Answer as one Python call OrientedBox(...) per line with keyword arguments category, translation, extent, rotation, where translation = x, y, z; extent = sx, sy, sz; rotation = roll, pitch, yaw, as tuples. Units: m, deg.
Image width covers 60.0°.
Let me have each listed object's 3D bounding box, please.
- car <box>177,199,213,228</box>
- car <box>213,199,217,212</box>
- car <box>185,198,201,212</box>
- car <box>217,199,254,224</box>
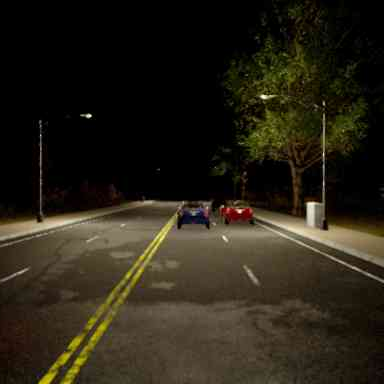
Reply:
OrientedBox(category="car", translation=(0.106, 1.433, 22.948), extent=(2.097, 1.767, 4.553), rotation=(0, 0, 0))
OrientedBox(category="car", translation=(3.335, 1.642, 41.385), extent=(1.837, 1.490, 4.892), rotation=(0, 0, 0))
OrientedBox(category="car", translation=(0.083, 1.618, 42.608), extent=(1.882, 1.535, 5.008), rotation=(0, 0, 0))
OrientedBox(category="car", translation=(3.357, 1.441, 25.530), extent=(2.097, 1.767, 4.553), rotation=(0, 0, 0))
